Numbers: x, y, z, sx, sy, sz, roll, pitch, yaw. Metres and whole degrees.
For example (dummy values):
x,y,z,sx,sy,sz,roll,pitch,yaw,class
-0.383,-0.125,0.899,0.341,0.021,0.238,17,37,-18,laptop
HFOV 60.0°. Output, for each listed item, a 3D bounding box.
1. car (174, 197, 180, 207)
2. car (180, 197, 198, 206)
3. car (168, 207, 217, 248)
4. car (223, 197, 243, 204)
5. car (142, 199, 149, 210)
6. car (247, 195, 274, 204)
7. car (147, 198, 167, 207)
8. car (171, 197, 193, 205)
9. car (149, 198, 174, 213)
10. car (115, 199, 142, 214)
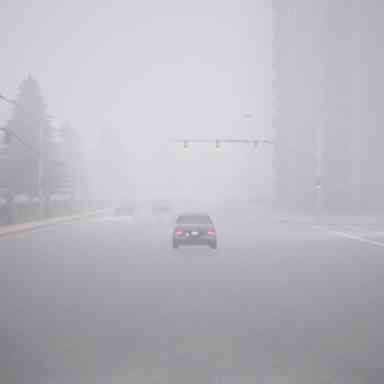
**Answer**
x,y,z,sx,sy,sz,roll,pitch,yaw,class
-3.284,1.656,49.735,1.837,1.490,4.892,0,0,3,car
-0.611,1.781,59.605,1.895,1.301,4.718,0,0,21,car
0.102,1.619,15.134,2.033,1.411,5.357,0,0,0,car
8.315,1.698,66.704,2.128,1.511,4.902,0,0,43,car
-6.999,1.702,45.495,1.994,1.385,4.181,0,0,1,car
13.339,1.746,66.551,5.357,1.411,2.033,0,0,-37,car
-5.786,1.769,55.348,1.895,1.301,4.718,0,0,12,car
-1.918,1.674,64.710,1.882,1.535,5.008,0,0,30,car
-3.582,1.598,39.608,1.882,1.535,5.008,0,0,0,car
-7.088,1.713,36.685,1.895,1.301,4.718,0,0,0,car
